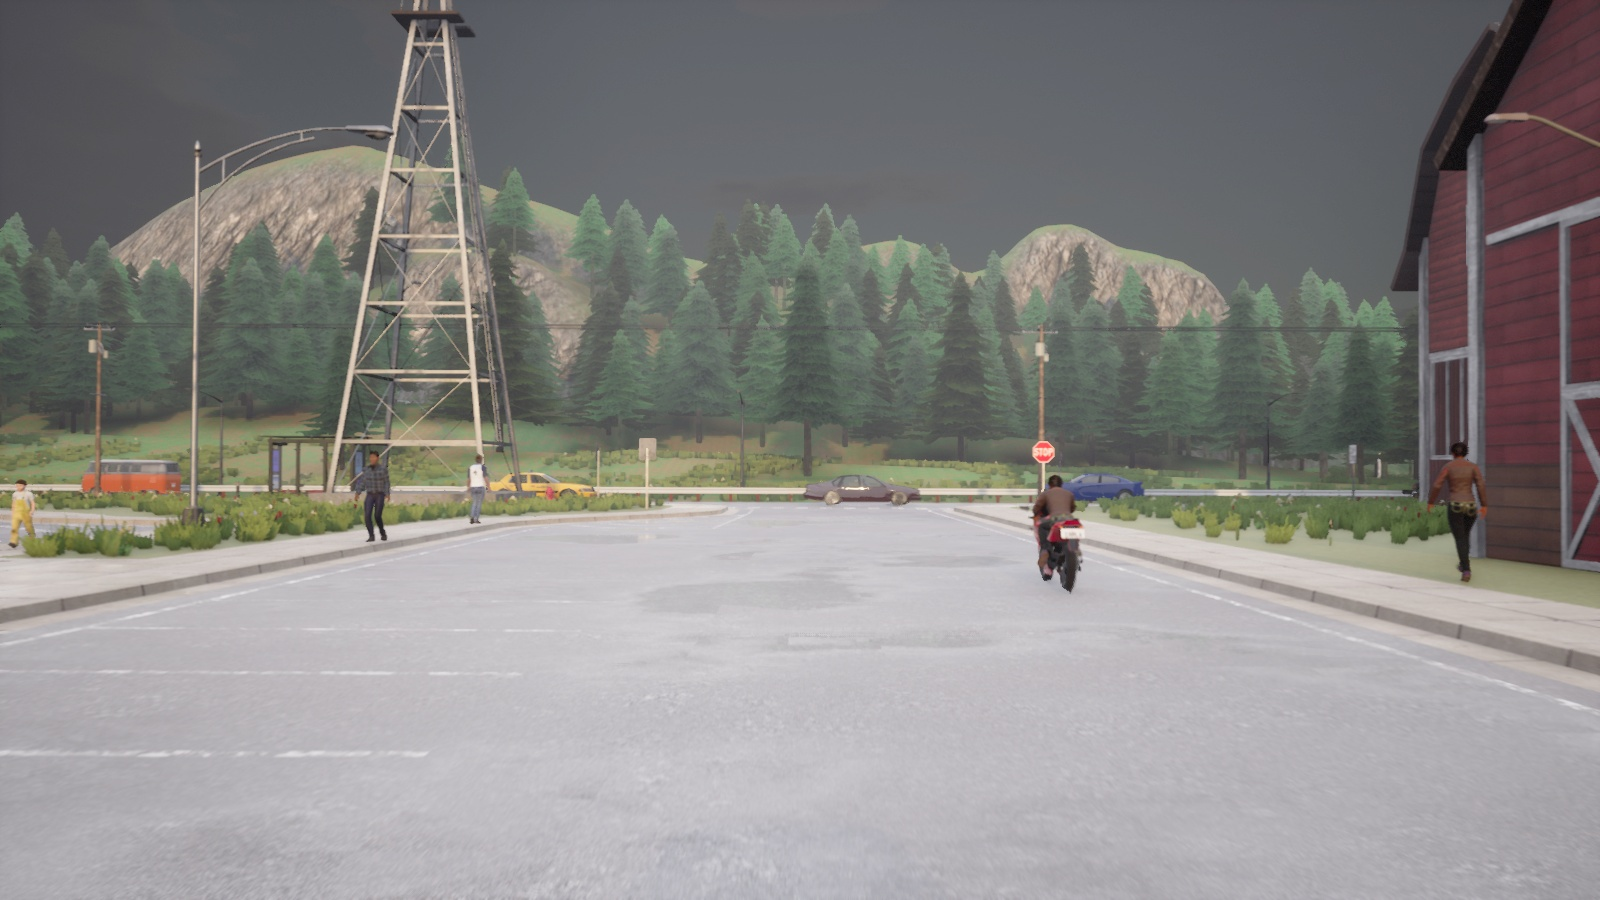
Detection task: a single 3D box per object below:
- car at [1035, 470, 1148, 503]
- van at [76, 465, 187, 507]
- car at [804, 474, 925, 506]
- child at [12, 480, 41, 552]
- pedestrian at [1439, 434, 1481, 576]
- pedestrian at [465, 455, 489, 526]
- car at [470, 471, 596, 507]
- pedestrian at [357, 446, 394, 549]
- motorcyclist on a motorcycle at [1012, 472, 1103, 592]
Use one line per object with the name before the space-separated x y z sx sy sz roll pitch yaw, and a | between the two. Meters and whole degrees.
car | 13.933 1.745 60.231 5.008 1.535 1.882 0 -1 1
van | -32.385 1.717 60.939 4.442 1.987 1.775 0 -1 1
car | 2.885 1.803 56.898 5.357 1.411 2.033 0 -1 1
child | -13.757 1.173 22.340 0.270 1.263 0.437 0 -1 -9
pedestrian | 8.683 0.710 16.535 0.328 1.805 0.869 -1 -1 18
pedestrian | -8.415 1.052 32.743 0.354 1.836 0.706 0 -1 7
car | -12.101 1.759 57.127 5.366 1.575 1.801 0 -1 1
pedestrian | -8.199 0.909 24.271 0.423 1.949 0.788 0 -1 1
motorcyclist on a motorcycle | 3.459 1.068 17.025 0.797 1.523 2.044 0 -1 0
